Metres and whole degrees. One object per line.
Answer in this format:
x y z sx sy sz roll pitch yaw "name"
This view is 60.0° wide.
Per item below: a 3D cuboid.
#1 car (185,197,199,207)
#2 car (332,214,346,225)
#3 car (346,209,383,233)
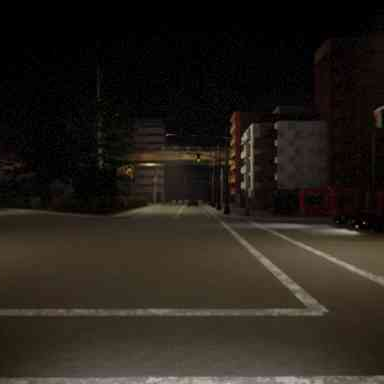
0.142 2.186 65.383 1.837 1.490 4.892 0 -1 0 "car"
13.188 1.972 25.147 4.718 1.301 1.895 1 -1 0 "car"
13.375 1.887 21.651 5.357 1.411 2.033 1 -1 0 "car"
